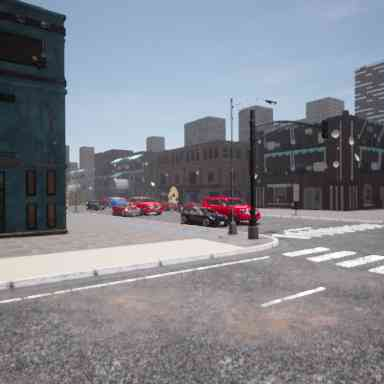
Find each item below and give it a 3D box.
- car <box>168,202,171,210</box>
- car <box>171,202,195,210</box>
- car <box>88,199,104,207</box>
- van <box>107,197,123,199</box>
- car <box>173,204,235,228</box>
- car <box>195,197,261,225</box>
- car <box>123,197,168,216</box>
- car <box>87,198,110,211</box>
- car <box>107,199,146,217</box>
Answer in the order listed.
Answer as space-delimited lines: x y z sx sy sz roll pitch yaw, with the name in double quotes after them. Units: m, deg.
-3.555 1.959 45.434 1.802 1.307 4.206 -2 0 -36 "car"
-0.339 1.896 40.931 1.802 1.307 4.206 -2 0 -36 "car"
-19.644 2.220 67.954 1.887 1.381 4.507 -1 0 -36 "car"
-13.214 1.900 58.946 1.690 1.788 3.998 -1 0 -36 "van"
0.811 1.810 24.695 1.947 1.339 4.313 -2 0 -36 "car"
2.901 1.440 26.472 2.150 2.045 5.566 -1 0 -34 "car"
-5.447 1.605 38.131 2.150 2.045 5.566 -1 0 -36 "car"
-14.773 2.067 51.311 1.837 1.490 4.892 -1 -1 -35 "car"
-7.160 1.842 36.057 1.967 1.590 4.097 -2 0 -36 "car"
